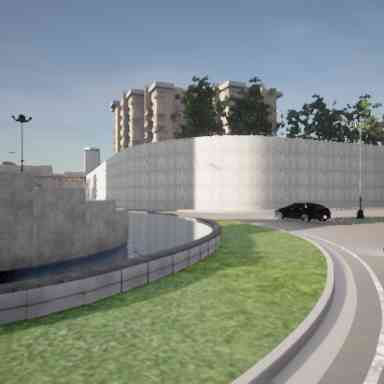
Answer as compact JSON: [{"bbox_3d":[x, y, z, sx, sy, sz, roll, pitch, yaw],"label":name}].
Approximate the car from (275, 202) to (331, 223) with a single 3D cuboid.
[{"bbox_3d":[8.598,1.531,26.252,1.837,1.490,4.892,1,0,-25],"label":"car"}]
